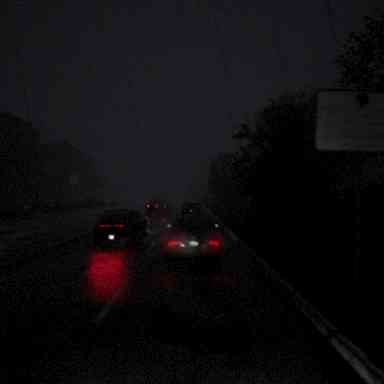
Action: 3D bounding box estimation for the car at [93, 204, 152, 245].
[{"bbox_3d":[-3.231,1.536,15.736,1.837,1.490,4.892,0,0,0],"label":"car"}]

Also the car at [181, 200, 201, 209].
[{"bbox_3d":[-0.072,1.548,33.524,2.128,1.511,4.902,0,0,0],"label":"car"}]

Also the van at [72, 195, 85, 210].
[{"bbox_3d":[-15.645,1.312,42.425,1.878,1.987,4.442,0,0,0],"label":"van"}]

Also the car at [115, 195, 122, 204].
[{"bbox_3d":[-15.816,1.581,64.647,2.231,1.521,4.892,0,0,0],"label":"car"}]

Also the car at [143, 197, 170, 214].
[{"bbox_3d":[-3.322,1.412,33.316,2.097,1.767,4.553,0,0,0],"label":"car"}]

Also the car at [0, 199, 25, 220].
[{"bbox_3d":[-15.520,1.546,26.093,2.002,1.452,4.674,0,0,0],"label":"car"}]

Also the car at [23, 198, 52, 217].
[{"bbox_3d":[-15.561,1.391,31.523,2.185,1.767,4.553,0,0,0],"label":"car"}]

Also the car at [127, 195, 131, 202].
[{"bbox_3d":[-15.900,1.475,75.723,2.185,1.767,4.553,0,0,0],"label":"car"}]

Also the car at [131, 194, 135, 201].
[{"bbox_3d":[-15.944,1.652,81.344,2.002,1.452,4.674,0,0,0],"label":"car"}]

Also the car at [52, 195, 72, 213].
[{"bbox_3d":[-15.604,1.402,37.047,2.185,1.767,4.553,0,0,0],"label":"car"}]

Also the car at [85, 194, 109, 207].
[{"bbox_3d":[-15.731,1.308,53.688,2.435,2.045,5.566,0,0,0],"label":"car"}]

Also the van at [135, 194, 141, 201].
[{"bbox_3d":[-16.028,1.407,92.275,1.878,1.987,4.442,0,0,0],"label":"van"}]

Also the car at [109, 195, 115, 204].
[{"bbox_3d":[-15.773,1.569,59.121,2.097,1.535,5.008,0,0,0],"label":"car"}]

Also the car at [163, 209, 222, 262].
[{"bbox_3d":[0.036,1.568,12.244,2.033,1.411,5.357,0,0,0],"label":"car"}]

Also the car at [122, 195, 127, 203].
[{"bbox_3d":[-15.859,1.465,70.197,2.185,1.767,4.553,0,0,0],"label":"car"}]
